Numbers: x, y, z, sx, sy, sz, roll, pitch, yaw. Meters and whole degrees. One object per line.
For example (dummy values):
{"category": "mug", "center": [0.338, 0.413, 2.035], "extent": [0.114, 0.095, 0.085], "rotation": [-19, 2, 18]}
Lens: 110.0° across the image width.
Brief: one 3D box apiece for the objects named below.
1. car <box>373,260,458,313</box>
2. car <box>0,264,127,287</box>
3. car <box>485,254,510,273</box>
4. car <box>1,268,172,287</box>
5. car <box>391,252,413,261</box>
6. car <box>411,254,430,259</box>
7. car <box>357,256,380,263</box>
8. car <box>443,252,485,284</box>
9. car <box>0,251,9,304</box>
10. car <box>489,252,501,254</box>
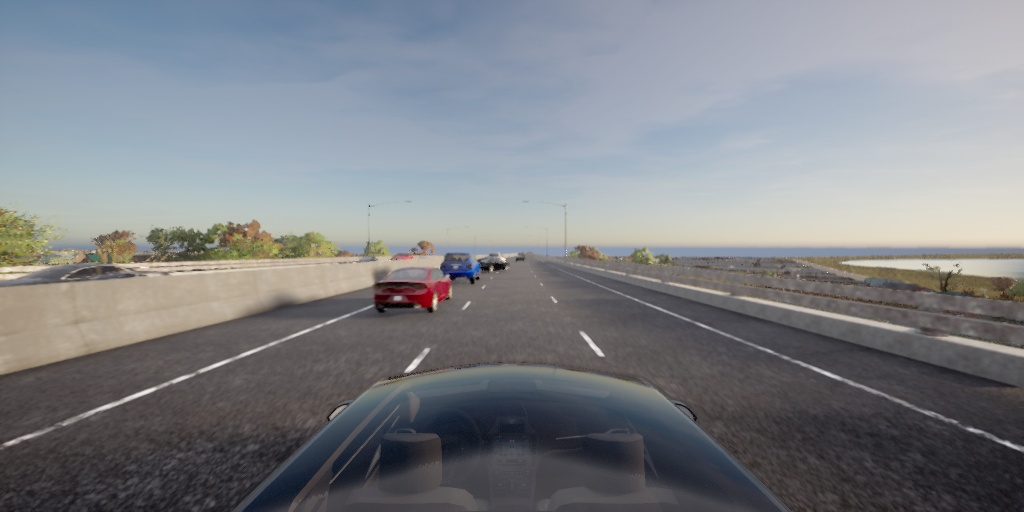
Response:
{"category": "car", "center": [-3.472, 1.104, 13.419], "extent": [1.882, 1.535, 5.008], "rotation": [0, 1, 0]}
{"category": "car", "center": [-17.543, 1.101, 14.388], "extent": [1.837, 1.490, 4.892], "rotation": [0, 1, 1]}
{"category": "car", "center": [-2.036, 0.877, 36.983], "extent": [1.882, 1.535, 5.008], "rotation": [0, 0, 31]}
{"category": "car", "center": [-14.061, 1.216, 12.955], "extent": [1.895, 1.301, 4.718], "rotation": [0, 1, 0]}
{"category": "car", "center": [-16.746, 0.437, 55.275], "extent": [2.150, 2.045, 5.566], "rotation": [0, 0, 2]}
{"category": "car", "center": [-13.275, 0.747, 54.462], "extent": [1.812, 1.442, 4.674], "rotation": [0, 0, 2]}
{"category": "car", "center": [-20.377, 0.764, 51.129], "extent": [1.812, 1.442, 4.674], "rotation": [0, 1, 2]}
{"category": "car", "center": [-3.370, 0.738, 24.413], "extent": [2.150, 2.045, 5.566], "rotation": [0, 1, 1]}
{"category": "car", "center": [-21.068, 0.844, 11.467], "extent": [2.150, 2.045, 5.566], "rotation": [0, 0, 1]}
{"category": "car", "center": [-2.649, 0.440, 57.308], "extent": [2.150, 2.045, 5.566], "rotation": [0, 0, 2]}
